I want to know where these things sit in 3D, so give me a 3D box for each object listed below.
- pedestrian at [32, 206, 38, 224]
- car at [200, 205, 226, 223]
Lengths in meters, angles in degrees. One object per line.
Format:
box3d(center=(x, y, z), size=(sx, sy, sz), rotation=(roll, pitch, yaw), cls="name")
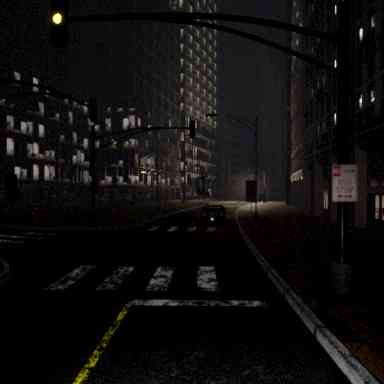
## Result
box3d(center=(-9.391, 1.345, 19.892), size=(0.500, 1.100, 0.500), rotation=(0, 0, 17), cls="pedestrian")
box3d(center=(1.700, 1.630, 25.770), size=(1.895, 1.301, 4.718), rotation=(0, 0, 6), cls="car")
